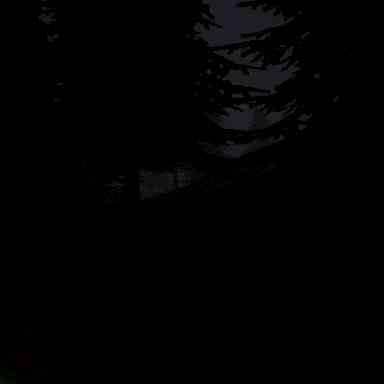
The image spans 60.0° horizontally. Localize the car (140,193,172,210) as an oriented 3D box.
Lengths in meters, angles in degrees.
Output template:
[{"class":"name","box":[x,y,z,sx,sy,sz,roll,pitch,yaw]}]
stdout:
[{"class":"car","box":[-4.516,1.207,41.940,2.150,2.045,5.566,0,0,37]}]
